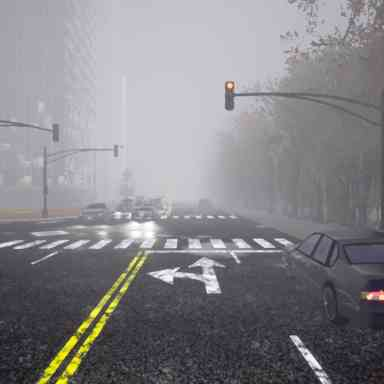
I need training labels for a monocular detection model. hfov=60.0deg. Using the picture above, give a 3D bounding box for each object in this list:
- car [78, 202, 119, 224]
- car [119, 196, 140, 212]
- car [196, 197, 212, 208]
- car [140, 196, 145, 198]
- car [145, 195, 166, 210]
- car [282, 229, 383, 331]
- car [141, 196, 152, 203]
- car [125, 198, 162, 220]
[{"bbox_3d":[-7.113,1.536,25.173,1.812,1.442,4.674,0,0,-2],"label":"car"},{"bbox_3d":[-7.701,1.516,39.680,1.837,1.490,4.892,0,0,-3],"label":"car"},{"bbox_3d":[1.744,1.449,48.629,2.128,1.511,4.902,-5,1,-4],"label":"car"},{"bbox_3d":[-8.573,1.374,55.222,2.097,1.767,4.553,0,0,-4],"label":"car"},{"bbox_3d":[-4.570,1.519,42.119,1.837,1.490,4.892,0,0,-3],"label":"car"},{"bbox_3d":[3.311,1.506,6.998,2.033,1.411,5.357,-2,-2,3],"label":"car"},{"bbox_3d":[-9.553,1.518,70.073,1.994,1.385,4.181,0,0,-5],"label":"car"},{"bbox_3d":[-3.952,1.498,27.926,2.128,1.511,4.902,0,0,-2],"label":"car"}]
